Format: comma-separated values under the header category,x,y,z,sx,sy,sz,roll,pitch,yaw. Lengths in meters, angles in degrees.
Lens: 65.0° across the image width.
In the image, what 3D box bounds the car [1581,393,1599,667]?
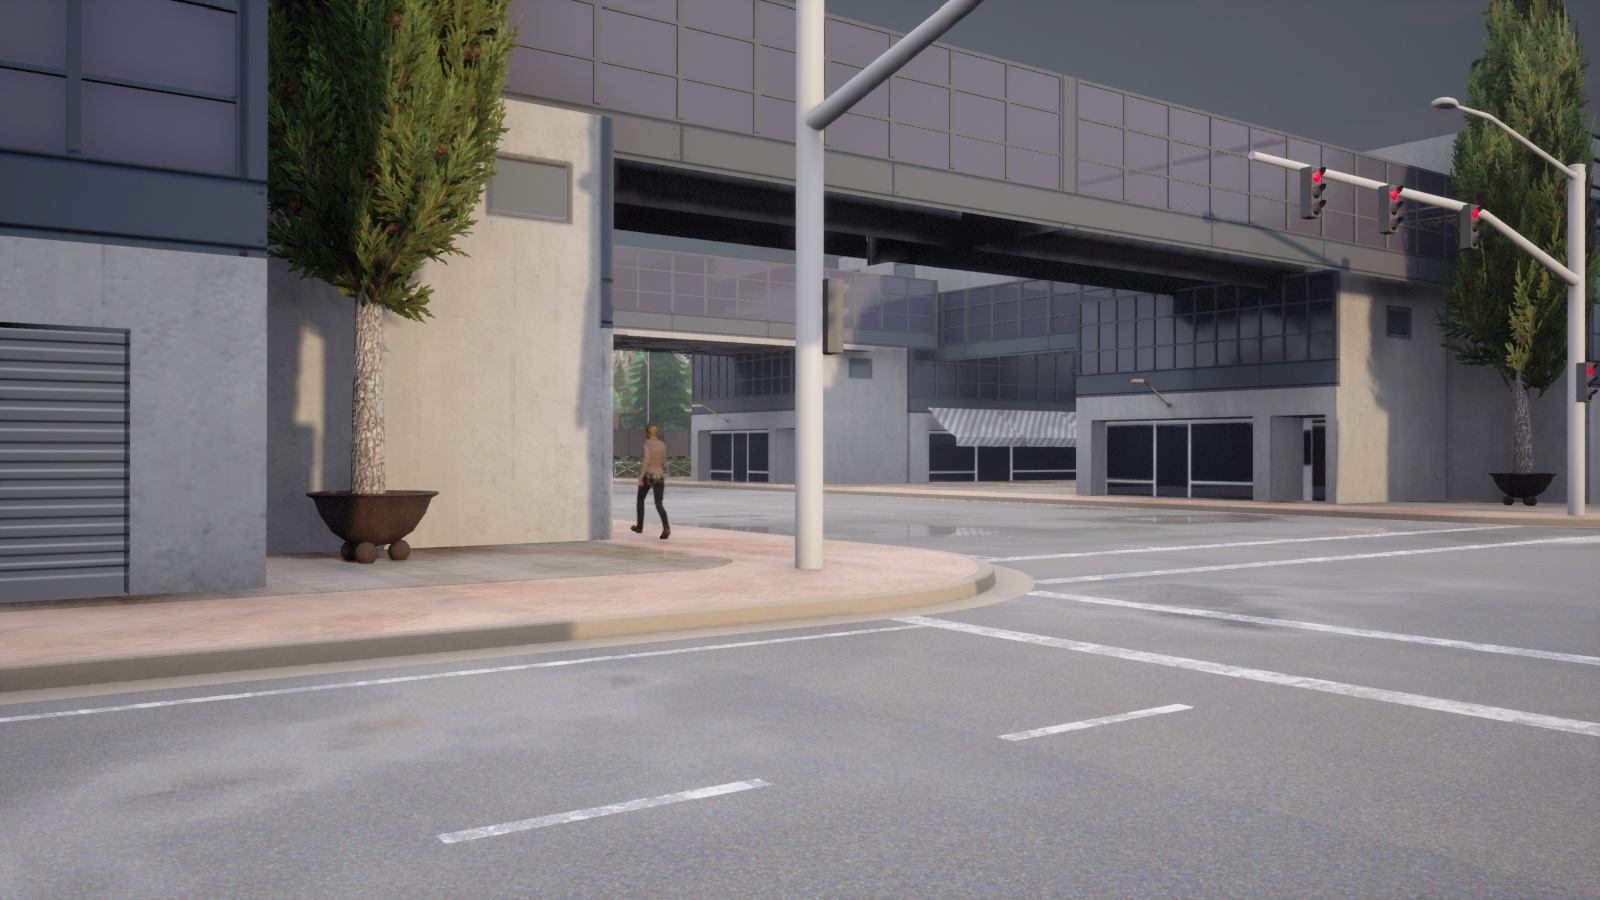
category,x,y,z,sx,sy,sz,roll,pitch,yaw
car,7.552,0.547,9.096,3.866,1.878,1.905,0,0,-36

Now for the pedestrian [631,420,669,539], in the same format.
category,x,y,z,sx,sy,sz,roll,pitch,yaw
pedestrian,-2.362,0.457,19.759,0.331,1.846,0.634,0,0,-35
